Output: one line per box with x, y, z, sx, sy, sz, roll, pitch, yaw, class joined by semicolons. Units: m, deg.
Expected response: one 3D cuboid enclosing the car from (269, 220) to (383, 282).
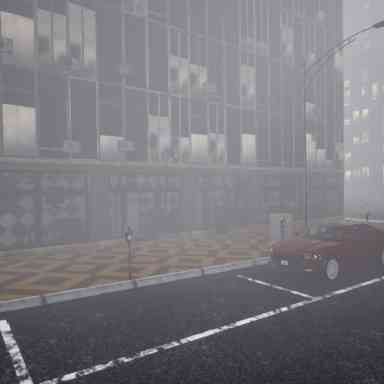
4.164;1.542;9.725;4.507;1.381;1.887;0;-1;-36;car

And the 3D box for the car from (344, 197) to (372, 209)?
18.697;1.275;39.608;1.752;1.417;4.829;-1;1;-35;car
